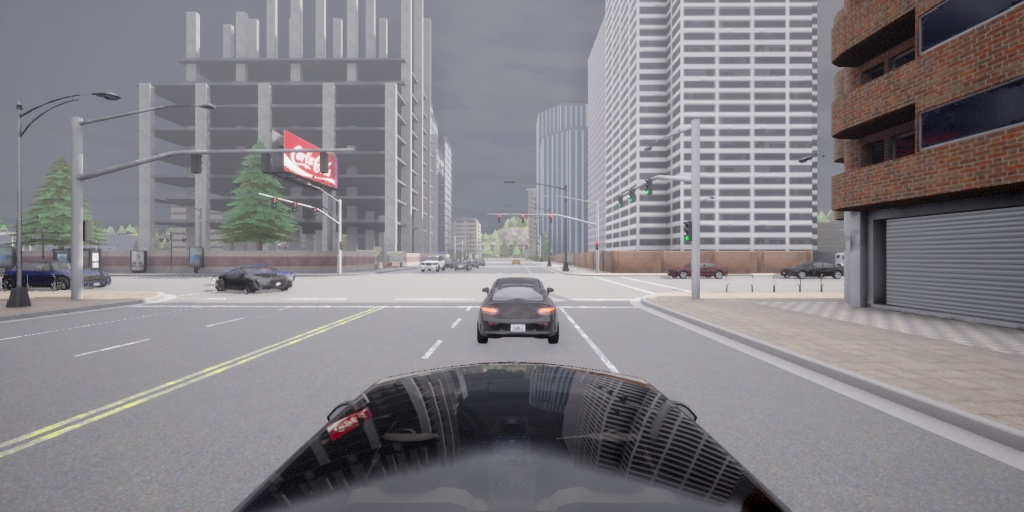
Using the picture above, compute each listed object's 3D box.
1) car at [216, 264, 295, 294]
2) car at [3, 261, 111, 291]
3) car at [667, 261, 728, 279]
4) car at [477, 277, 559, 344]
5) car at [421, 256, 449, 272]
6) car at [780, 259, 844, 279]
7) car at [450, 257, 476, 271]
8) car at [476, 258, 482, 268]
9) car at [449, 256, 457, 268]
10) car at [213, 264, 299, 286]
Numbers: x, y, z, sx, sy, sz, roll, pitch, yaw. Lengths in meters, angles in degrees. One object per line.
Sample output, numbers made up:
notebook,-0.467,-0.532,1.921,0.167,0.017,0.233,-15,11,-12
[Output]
car,-14.303,1.314,19.921,4.181,1.385,1.994,0,0,23
car,-27.106,1.104,21.488,4.553,1.767,2.097,0,0,0
car,16.460,1.227,31.905,5.008,1.535,1.882,0,0,0
car,0.157,1.276,9.484,1.812,1.442,4.674,0,0,1
car,-10.084,0.971,46.199,2.150,2.045,5.566,0,0,1
car,26.653,1.227,31.829,5.008,1.535,1.882,0,0,0
car,-6.565,1.241,48.554,2.128,1.511,4.902,0,0,1
car,-6.444,1.314,58.524,1.994,1.385,4.181,0,0,0
car,-9.970,1.102,55.669,2.097,1.767,4.553,0,0,1
car,-17.687,1.275,24.927,4.674,1.442,1.812,0,0,0
